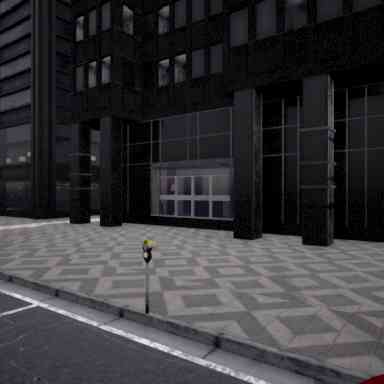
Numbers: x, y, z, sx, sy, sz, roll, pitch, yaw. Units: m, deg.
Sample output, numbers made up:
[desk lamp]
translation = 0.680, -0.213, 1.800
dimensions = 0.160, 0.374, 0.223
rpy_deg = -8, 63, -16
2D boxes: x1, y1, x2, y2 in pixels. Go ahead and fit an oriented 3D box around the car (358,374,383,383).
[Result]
[car]
translation = 2.762, 1.545, 0.989
dimensions = 4.507, 1.381, 1.887
rpy_deg = 0, 0, 36
